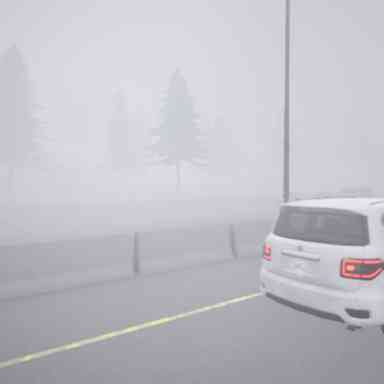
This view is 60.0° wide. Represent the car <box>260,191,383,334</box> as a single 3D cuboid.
[{"bbox_3d":[3.757,1.106,6.404,5.566,2.045,2.150,-1,1,-35],"label":"car"}]

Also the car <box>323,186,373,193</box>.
[{"bbox_3d":[15.512,0.502,32.116,5.566,2.045,2.150,-2,1,-35],"label":"car"}]

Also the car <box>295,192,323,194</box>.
[{"bbox_3d":[13.515,0.748,34.988,5.008,1.535,1.882,-2,1,-35],"label":"car"}]

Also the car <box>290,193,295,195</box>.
[{"bbox_3d":[11.448,0.811,37.819,5.357,1.411,2.033,-2,1,-35],"label":"car"}]

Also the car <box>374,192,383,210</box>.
[{"bbox_3d":[18.906,0.732,30.224,4.902,1.511,2.128,-2,1,-35],"label":"car"}]
